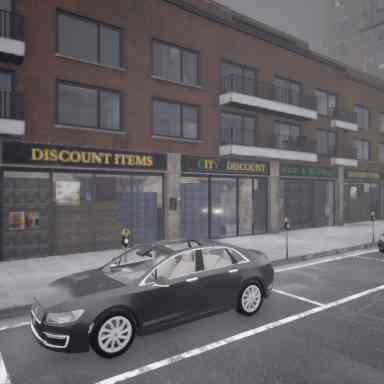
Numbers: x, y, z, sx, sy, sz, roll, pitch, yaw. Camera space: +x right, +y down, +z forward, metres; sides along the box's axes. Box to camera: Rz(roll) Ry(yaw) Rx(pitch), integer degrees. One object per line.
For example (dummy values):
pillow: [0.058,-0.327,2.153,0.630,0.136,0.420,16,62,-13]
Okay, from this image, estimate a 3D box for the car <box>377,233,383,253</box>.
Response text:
car: [8.559,1.582,12.315,4.206,1.307,1.802,0,0,-36]

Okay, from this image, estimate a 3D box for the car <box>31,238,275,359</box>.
car: [-0.418,1.551,5.893,4.403,1.369,2.008,0,0,-36]
